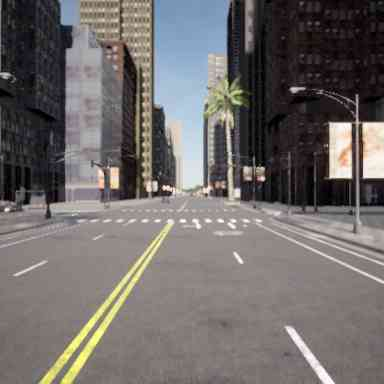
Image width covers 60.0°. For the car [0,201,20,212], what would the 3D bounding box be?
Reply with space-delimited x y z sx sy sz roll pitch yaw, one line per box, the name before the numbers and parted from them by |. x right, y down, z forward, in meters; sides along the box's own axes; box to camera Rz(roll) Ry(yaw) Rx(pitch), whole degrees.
car | -23.567 1.802 40.956 4.403 1.369 2.008 0 -1 0

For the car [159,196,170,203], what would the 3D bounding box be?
car | -6.494 1.985 81.529 1.882 1.535 5.008 0 0 0
